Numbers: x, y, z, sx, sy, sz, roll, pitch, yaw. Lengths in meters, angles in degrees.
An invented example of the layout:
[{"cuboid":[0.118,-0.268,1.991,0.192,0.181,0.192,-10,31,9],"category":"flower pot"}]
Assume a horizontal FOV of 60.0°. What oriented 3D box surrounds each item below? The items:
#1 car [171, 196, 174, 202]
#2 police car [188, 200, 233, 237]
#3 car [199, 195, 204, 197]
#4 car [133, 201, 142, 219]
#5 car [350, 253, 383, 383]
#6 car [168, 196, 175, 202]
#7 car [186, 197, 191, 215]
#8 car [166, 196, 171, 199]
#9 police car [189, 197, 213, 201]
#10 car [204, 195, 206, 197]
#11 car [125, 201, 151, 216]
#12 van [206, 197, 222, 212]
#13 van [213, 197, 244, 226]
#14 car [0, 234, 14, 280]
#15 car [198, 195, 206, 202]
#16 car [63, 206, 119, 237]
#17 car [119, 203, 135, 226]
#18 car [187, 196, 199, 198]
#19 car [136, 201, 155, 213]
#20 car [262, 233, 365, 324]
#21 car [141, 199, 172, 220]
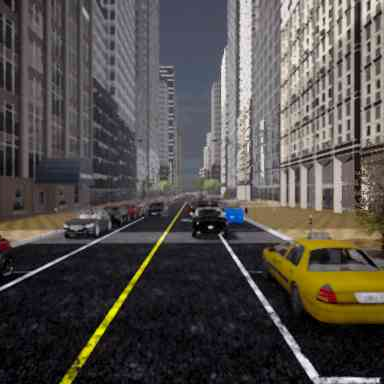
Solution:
[{"cuboid":[-5.659,1.908,75.338,1.802,1.307,4.206,-1,0,0],"category":"car"},{"cuboid":[0.910,1.507,18.639,1.930,1.638,5.238,0,0,0],"category":"police car"},{"cuboid":[2.716,1.828,63.966,2.008,1.369,4.403,-1,0,0],"category":"car"},{"cuboid":[-5.682,1.675,29.870,1.887,1.381,4.507,-1,0,0],"category":"car"},{"cuboid":[2.683,1.447,1.448,1.967,1.590,4.097,-1,0,0],"category":"car"},{"cuboid":[-5.651,1.923,92.219,1.752,1.417,4.829,-1,0,0],"category":"car"},{"cuboid":[0.661,1.628,34.628,1.882,1.535,5.008,0,0,7],"category":"car"},{"cuboid":[-5.665,1.828,63.971,2.008,1.369,4.403,-1,0,0],"category":"car"},{"cuboid":[0.915,1.550,28.640,1.930,1.638,5.238,0,0,0],"category":"police car"},{"cuboid":[2.699,1.470,35.550,2.192,1.841,5.009,-1,0,0],"category":"car"},{"cuboid":[-5.680,1.706,35.553,2.008,1.369,4.403,-1,0,0],"category":"car"},{"cuboid":[2.702,1.520,41.233,1.690,1.788,3.998,-1,0,0],"category":"van"},{"cuboid":[2.693,1.446,24.183,1.690,1.788,3.998,-1,0,0],"category":"van"},{"cuboid":[-5.695,1.472,7.136,1.967,1.590,4.097,-1,0,0],"category":"car"},{"cuboid":[2.727,1.713,92.386,2.192,1.841,5.009,-1,0,0],"category":"car"},{"cuboid":[-5.688,1.632,18.502,2.008,1.369,4.403,-1,0,0],"category":"car"},{"cuboid":[-5.685,1.671,24.186,1.947,1.339,4.313,-1,0,0],"category":"car"},{"cuboid":[0.028,1.838,54.571,1.895,1.301,4.718,0,0,0],"category":"car"},{"cuboid":[-5.676,1.761,41.237,1.802,1.307,4.206,-1,0,0],"category":"car"},{"cuboid":[2.687,1.558,7.301,1.752,1.417,4.829,-1,0,0],"category":"car"},{"cuboid":[-3.082,1.636,30.005,1.837,1.490,4.892,0,0,0],"category":"car"}]
